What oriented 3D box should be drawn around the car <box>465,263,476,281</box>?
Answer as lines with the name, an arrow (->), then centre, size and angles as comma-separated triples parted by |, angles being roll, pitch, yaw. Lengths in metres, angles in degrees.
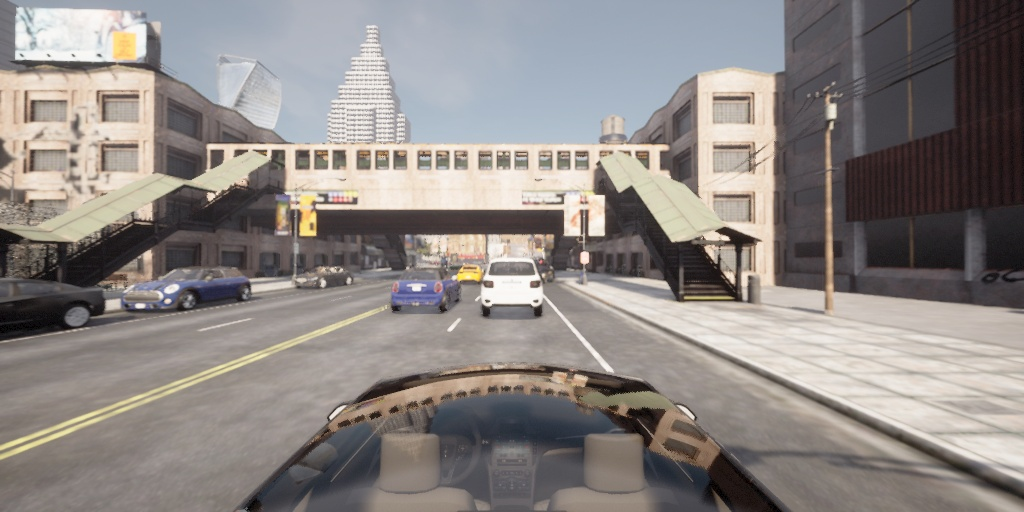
car -> -3.456, 1.539, 31.078 | 1.882, 1.535, 5.008 | 0, 0, 1

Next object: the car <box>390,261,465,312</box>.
car -> -3.481, 1.245, 15.263 | 2.097, 1.767, 4.553 | 0, -1, 0

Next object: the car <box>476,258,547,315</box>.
car -> 0.008, 1.110, 14.412 | 2.150, 2.045, 5.566 | 0, 0, 0
